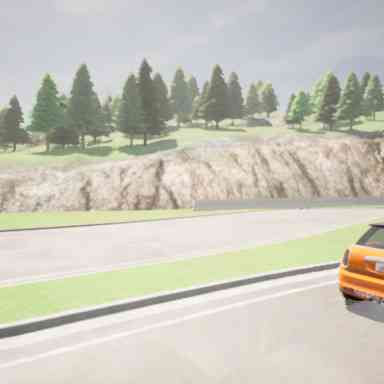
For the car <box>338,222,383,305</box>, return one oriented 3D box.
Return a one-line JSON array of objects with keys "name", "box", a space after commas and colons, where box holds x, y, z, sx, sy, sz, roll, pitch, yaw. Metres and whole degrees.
[{"name": "car", "box": [5.180, 1.331, 6.785, 4.553, 1.767, 2.097, 0, 0, -29]}]
